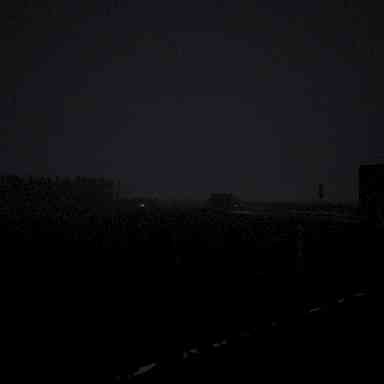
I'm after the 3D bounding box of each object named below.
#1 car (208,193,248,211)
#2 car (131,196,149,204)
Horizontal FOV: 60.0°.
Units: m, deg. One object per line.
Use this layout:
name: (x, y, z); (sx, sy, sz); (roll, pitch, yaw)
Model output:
car: (4.282, 1.146, 40.556); (2.150, 2.045, 5.566); (-1, 1, -35)
car: (-9.226, 1.438, 59.688); (1.994, 1.385, 4.181); (-1, 0, -35)
